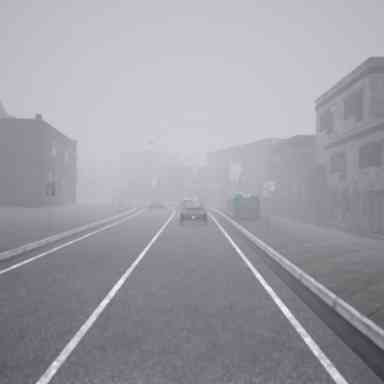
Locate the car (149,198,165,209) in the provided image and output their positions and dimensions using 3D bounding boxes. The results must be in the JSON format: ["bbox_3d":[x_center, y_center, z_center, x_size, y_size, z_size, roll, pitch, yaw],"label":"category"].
[{"bbox_3d":[-4.554,1.423,42.491,1.895,1.301,4.718,0,0,-9],"label":"car"}]

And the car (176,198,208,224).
[{"bbox_3d":[0.102,1.397,23.575,2.128,1.511,4.902,0,0,0],"label":"car"}]
